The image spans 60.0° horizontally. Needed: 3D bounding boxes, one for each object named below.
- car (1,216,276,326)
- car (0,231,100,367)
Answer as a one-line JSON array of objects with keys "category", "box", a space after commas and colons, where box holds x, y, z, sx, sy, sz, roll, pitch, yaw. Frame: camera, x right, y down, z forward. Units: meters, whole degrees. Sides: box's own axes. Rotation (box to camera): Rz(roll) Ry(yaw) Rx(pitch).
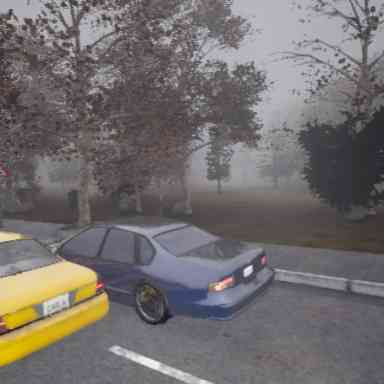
[{"category": "car", "box": [-1.212, 1.214, 6.371, 5.357, 1.411, 2.033, 0, 5, 36]}, {"category": "car", "box": [-3.696, 1.314, 5.444, 5.366, 1.575, 1.801, 0, 5, 36]}]
